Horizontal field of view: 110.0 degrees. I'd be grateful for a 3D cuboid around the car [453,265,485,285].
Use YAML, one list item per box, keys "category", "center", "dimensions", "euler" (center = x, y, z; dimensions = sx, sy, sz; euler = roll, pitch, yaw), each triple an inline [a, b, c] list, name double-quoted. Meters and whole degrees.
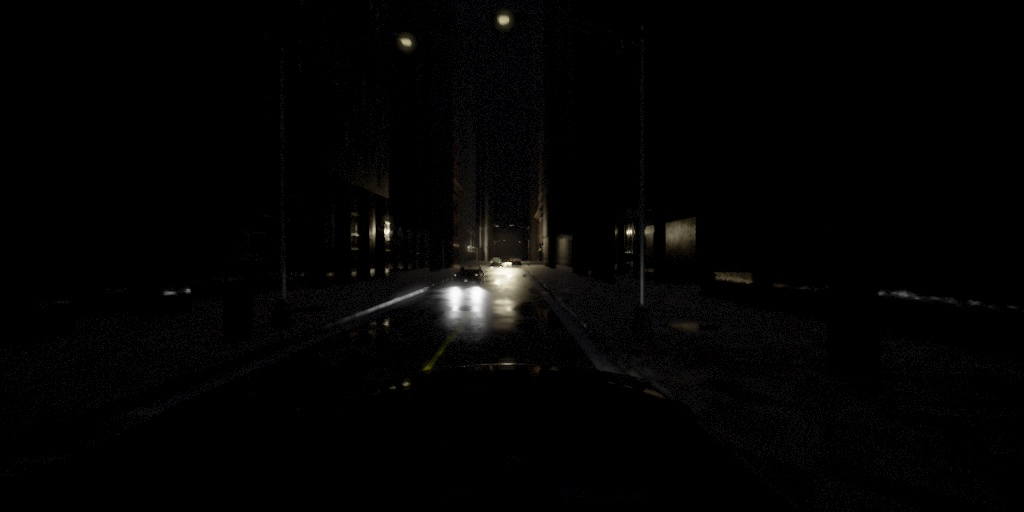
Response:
- category: "car"
  center: [-3.092, 1.353, 26.253]
  dimensions: [1.895, 1.301, 4.718]
  euler: [0, 0, 0]
